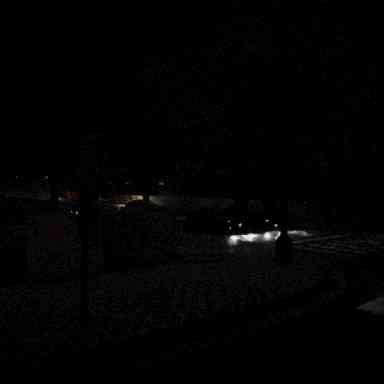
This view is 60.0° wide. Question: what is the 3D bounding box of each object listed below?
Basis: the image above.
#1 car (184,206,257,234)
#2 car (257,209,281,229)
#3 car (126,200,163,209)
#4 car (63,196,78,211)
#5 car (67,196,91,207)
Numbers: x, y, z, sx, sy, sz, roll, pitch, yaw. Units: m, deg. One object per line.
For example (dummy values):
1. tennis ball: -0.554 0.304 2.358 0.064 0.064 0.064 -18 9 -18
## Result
1. car: 1.378 1.579 19.378 1.994 1.385 4.181 1 0 -38
2. car: 3.421 1.615 22.054 2.033 1.411 5.357 1 -1 -38
3. car: -4.709 1.507 32.599 1.882 1.535 5.008 1 0 -38
4. car: -13.705 1.409 38.969 2.033 1.411 5.357 1 0 -37
5. car: -16.323 1.299 47.793 1.837 1.490 4.892 1 0 -37
